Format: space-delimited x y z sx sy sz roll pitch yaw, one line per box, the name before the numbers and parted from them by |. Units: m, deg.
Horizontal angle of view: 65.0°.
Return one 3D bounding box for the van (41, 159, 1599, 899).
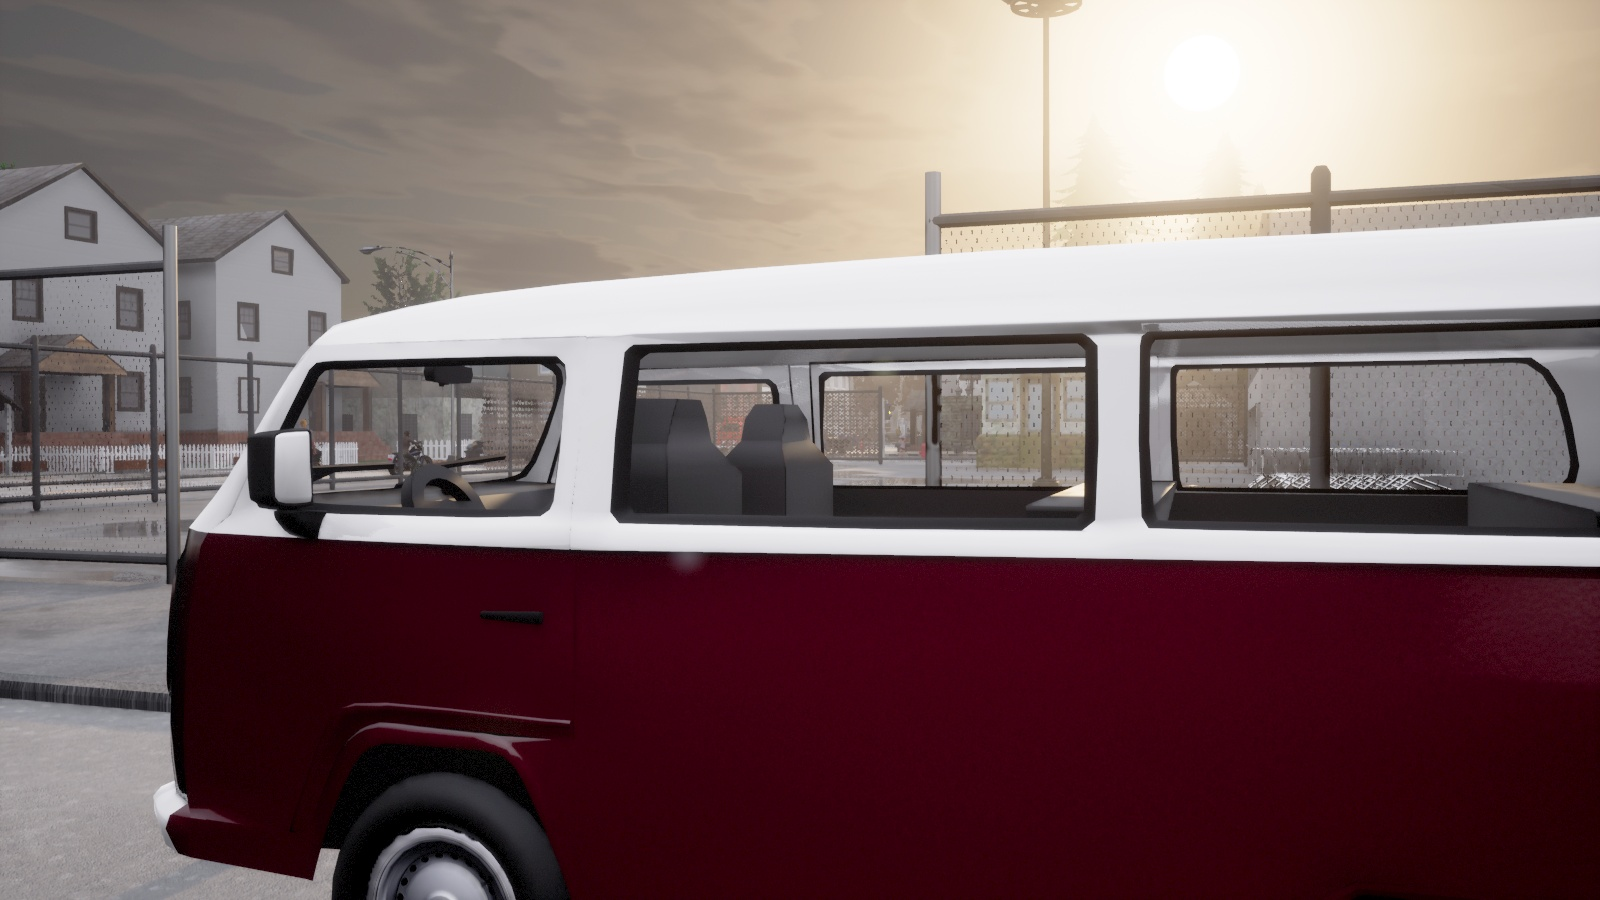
van | 0.462 0.495 3.565 4.480 2.038 2.069 1 1 19
